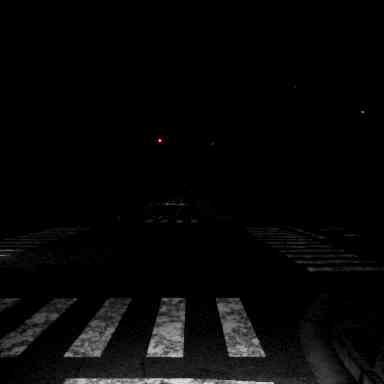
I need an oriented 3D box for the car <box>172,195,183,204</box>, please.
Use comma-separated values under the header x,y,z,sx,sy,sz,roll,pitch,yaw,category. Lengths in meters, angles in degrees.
x,y,z,sx,sy,sz,roll,pitch,yaw,category
-2.967,1.498,69.308,2.097,1.767,4.553,0,0,0,car
